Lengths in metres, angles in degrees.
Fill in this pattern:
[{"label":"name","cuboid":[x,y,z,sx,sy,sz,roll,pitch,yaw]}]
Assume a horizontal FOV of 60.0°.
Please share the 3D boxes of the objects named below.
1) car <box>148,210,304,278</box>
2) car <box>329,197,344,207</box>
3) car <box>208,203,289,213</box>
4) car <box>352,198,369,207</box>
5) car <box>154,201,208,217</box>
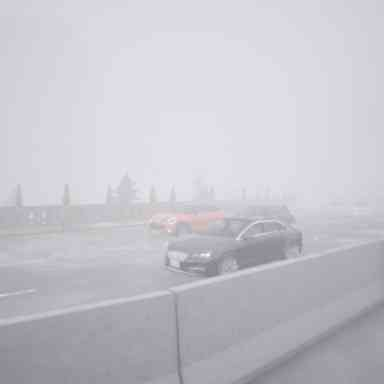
[{"label":"car","cuboid":[1.421,1.504,9.858,4.902,1.511,2.128,0,0,-41]},{"label":"car","cuboid":[22.395,1.545,51.713,2.033,1.411,5.357,0,0,21]},{"label":"car","cuboid":[3.224,1.368,16.202,4.553,1.767,2.097,0,0,-45]},{"label":"car","cuboid":[25.799,1.583,50.893,1.895,1.301,4.718,0,0,20]},{"label":"car","cuboid":[-0.142,1.385,17.836,4.553,1.767,2.097,0,0,-44]}]
